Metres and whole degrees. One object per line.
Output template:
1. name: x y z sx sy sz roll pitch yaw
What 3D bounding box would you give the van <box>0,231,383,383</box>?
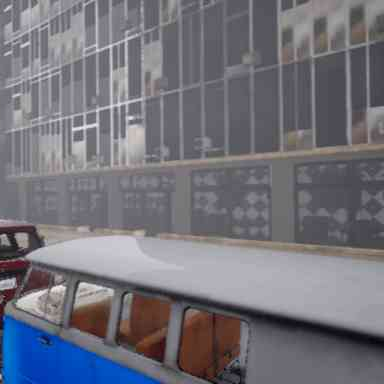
1. van: 0.031 1.351 2.711 3.998 1.788 1.690 0 -1 36

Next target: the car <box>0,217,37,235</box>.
1. car: -4.475 1.362 5.926 5.009 1.841 2.192 0 -1 36
